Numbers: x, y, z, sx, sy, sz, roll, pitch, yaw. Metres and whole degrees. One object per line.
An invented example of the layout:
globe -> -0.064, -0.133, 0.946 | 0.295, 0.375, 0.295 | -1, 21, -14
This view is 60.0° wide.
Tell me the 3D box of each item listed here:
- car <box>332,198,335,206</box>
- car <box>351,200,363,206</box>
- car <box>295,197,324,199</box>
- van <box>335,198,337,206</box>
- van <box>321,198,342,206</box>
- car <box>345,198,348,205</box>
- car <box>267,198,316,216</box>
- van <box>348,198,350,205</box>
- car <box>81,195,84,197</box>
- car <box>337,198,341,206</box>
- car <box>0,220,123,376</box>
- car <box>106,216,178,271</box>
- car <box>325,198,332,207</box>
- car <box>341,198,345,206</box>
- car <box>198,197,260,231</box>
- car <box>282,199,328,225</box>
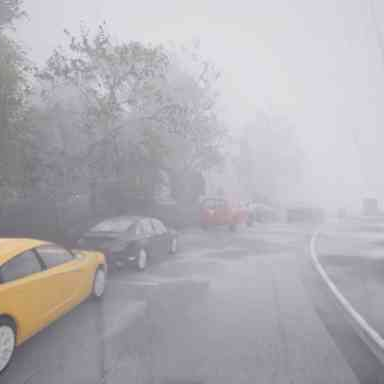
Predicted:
car -> 27.823, 2.494, 72.377 | 4.792, 1.488, 2.163 | -1, -2, 14
car -> 39.041, 2.643, 77.417 | 1.895, 1.301, 4.718 | -1, -2, 34
car -> 21.240, 2.022, 62.648 | 5.566, 2.045, 2.435 | -1, -2, 14
van -> 29.395, 2.290, 74.832 | 4.442, 1.987, 1.878 | -1, -2, 14
van -> 34.371, 2.444, 82.131 | 4.442, 1.987, 1.878 | -1, -2, 14
car -> 36.149, 2.760, 84.524 | 4.674, 1.452, 2.002 | -1, -2, 14
car -> 12.377, 1.828, 41.343 | 2.033, 1.411, 5.357 | 1, -2, -33
van -> 37.917, 2.549, 86.946 | 4.442, 1.987, 1.878 | -1, -2, 14
car -> -23.311, 0.090, 64.739 | 5.357, 1.411, 2.033 | 3, 0, 36
car -> 31.176, 2.563, 77.230 | 4.892, 1.521, 2.231 | -1, -2, 14
car -> -3.081, 1.510, 5.597 | 2.097, 1.535, 5.008 | 0, 0, 8
car -> -1.918, 1.553, 11.218 | 2.231, 1.521, 4.892 | 0, -1, 16
car -> 26.219, 2.289, 69.936 | 4.553, 1.767, 2.185 | -1, -2, 14
car -> 33.009, 2.607, 79.623 | 5.366, 1.575, 1.946 | -1, -2, 14
car -> 2.341, 1.354, 21.828 | 2.435, 2.045, 5.566 | -1, 0, 27
car -> 8.716, 1.557, 25.313 | 1.882, 1.535, 5.008 | -1, -1, 32
